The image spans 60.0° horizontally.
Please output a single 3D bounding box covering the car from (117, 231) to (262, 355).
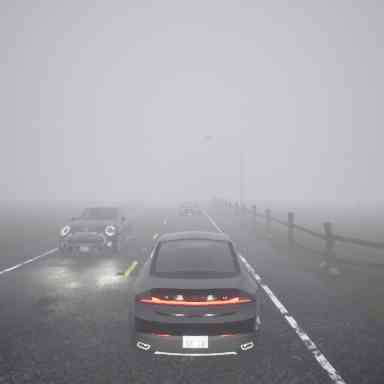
[{"bbox_3d":[0.049,1.505,6.312,1.837,1.490,4.892,0,0,0],"label":"car"}]

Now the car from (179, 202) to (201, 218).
[{"bbox_3d":[-0.209,1.590,30.292,1.895,1.301,4.718,0,0,-1],"label":"car"}]

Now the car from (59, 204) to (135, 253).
[{"bbox_3d":[-3.678,1.351,13.575,2.097,1.767,4.553,0,0,-1],"label":"car"}]
